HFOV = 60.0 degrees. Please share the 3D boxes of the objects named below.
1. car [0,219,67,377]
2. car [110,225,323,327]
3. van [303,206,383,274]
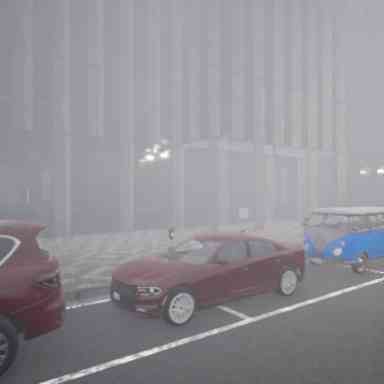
[{"bbox_3d":[-4.052,1.314,3.762,5.009,1.841,2.192,0,0,-36],"label":"car"},{"bbox_3d":[0.537,1.550,7.036,4.507,1.381,1.887,0,0,-36],"label":"car"},{"bbox_3d":[5.125,1.354,10.311,3.998,1.788,1.690,0,0,-36],"label":"van"}]
